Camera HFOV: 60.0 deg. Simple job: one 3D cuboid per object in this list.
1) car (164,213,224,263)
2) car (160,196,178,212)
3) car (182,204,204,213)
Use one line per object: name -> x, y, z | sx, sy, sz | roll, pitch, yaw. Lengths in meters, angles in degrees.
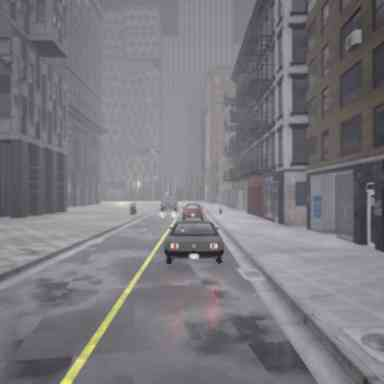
car -> 0.078, 1.698, 12.405 | 1.895, 1.301, 4.718 | 0, 0, 0
car -> -3.095, 1.585, 45.221 | 2.150, 2.045, 5.566 | 0, -1, 0
car -> 0.082, 1.766, 30.066 | 1.812, 1.442, 4.674 | 0, 0, 0
